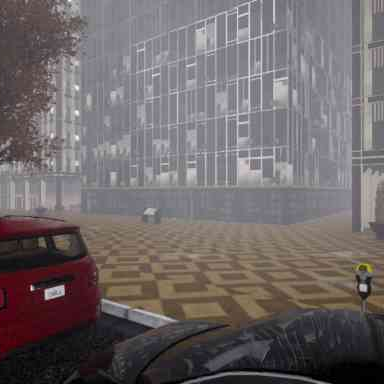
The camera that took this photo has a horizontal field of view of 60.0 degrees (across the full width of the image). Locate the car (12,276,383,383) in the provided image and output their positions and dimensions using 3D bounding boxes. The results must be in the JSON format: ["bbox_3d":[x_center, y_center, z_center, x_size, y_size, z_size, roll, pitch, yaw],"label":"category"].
[{"bbox_3d":[0.865,1.566,2.260,4.313,1.339,1.947,0,0,36],"label":"car"}]

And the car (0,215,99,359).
[{"bbox_3d":[-3.627,1.315,5.473,5.009,1.841,2.192,0,0,36],"label":"car"}]
